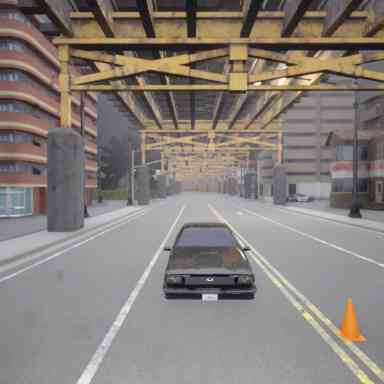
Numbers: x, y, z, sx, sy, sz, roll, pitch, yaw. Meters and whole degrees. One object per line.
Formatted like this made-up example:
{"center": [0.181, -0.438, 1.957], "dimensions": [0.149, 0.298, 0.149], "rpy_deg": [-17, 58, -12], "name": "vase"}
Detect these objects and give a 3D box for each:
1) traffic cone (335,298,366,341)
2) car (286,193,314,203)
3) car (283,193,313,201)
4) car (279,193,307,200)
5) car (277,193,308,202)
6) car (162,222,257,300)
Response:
{"center": [2.454, 1.949, 5.157], "dimensions": [0.340, 0.580, 0.340], "rpy_deg": [0, 0, 0], "name": "traffic cone"}
{"center": [17.466, 1.005, 54.878], "dimensions": [4.974, 1.542, 2.038], "rpy_deg": [0, 1, -20], "name": "car"}
{"center": [17.515, 0.847, 54.894], "dimensions": [4.536, 1.218, 1.853], "rpy_deg": [0, 1, -20], "name": "car"}
{"center": [17.861, 0.800, 59.011], "dimensions": [4.536, 1.218, 1.853], "rpy_deg": [0, 1, 25], "name": "car"}
{"center": [17.814, 0.957, 59.035], "dimensions": [4.974, 1.542, 2.038], "rpy_deg": [0, 1, 25], "name": "car"}
{"center": [0.362, 1.533, 8.764], "dimensions": [2.033, 1.411, 5.357], "rpy_deg": [0, 0, 1], "name": "car"}
